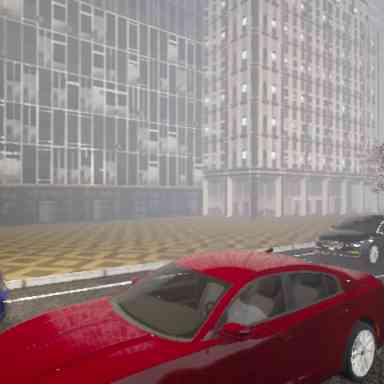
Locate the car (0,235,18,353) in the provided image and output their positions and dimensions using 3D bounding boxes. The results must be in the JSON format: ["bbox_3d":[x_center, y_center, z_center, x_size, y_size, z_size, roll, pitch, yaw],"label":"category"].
[{"bbox_3d":[-4.934,1.506,4.161,4.674,1.442,1.812,1,-1,-35],"label":"car"}]

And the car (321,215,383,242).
[{"bbox_3d":[6.570,1.650,12.343,4.892,1.490,1.837,1,-1,-35],"label":"car"}]

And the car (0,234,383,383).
[{"bbox_3d":[0.361,1.506,3.941,5.008,1.535,1.882,1,-1,-35],"label":"car"}]
